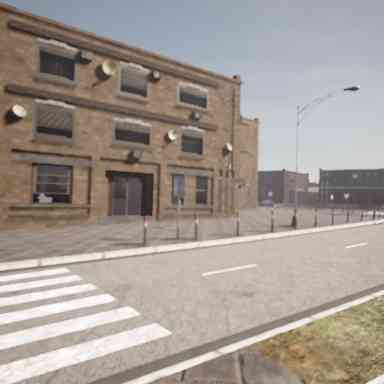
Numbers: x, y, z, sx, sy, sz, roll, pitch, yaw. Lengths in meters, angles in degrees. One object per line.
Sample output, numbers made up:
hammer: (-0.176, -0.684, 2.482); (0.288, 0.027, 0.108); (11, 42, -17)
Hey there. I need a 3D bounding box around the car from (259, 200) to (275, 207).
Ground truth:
car: (16.942, 2.515, 74.624); (2.163, 1.488, 4.792); (1, -1, 43)
